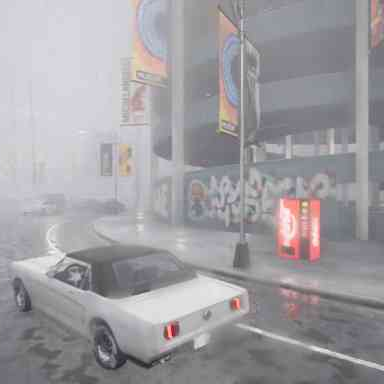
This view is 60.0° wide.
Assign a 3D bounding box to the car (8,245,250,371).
[{"bbox_3d":[-1.473,1.601,5.762,4.718,1.301,1.895,0,0,43],"label":"car"}]

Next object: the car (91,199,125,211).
[{"bbox_3d":[-9.794,1.526,40.030,1.812,1.442,4.674,0,0,16],"label":"car"}]

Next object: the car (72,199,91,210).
[{"bbox_3d":[-12.879,1.547,42.359,2.033,1.411,5.357,0,0,20],"label":"car"}]

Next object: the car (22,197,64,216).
[{"bbox_3d":[-14.753,1.526,32.542,1.812,1.442,4.674,0,0,3],"label":"car"}]

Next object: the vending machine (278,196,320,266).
[{"bbox_3d":[3.482,1.195,10.820,0.880,2.100,1.100,0,0,45],"label":"vending machine"}]

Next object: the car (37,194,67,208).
[{"bbox_3d":[-17.409,1.221,39.864,2.150,2.045,5.566,0,0,15],"label":"car"}]
